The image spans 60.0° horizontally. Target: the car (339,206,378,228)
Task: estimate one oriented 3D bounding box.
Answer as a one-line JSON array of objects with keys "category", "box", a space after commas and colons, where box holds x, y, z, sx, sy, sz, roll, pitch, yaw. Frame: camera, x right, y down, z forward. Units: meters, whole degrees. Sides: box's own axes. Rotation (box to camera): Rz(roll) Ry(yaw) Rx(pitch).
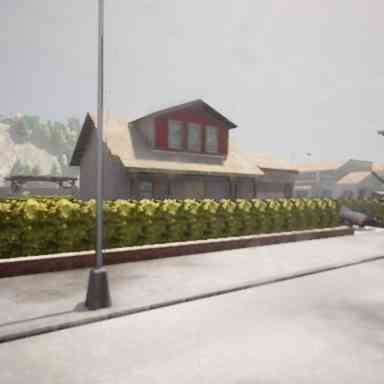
[{"category": "car", "box": [9.168, 1.555, 21.948, 2.033, 1.415, 5.357, 1, 0, -33]}]
